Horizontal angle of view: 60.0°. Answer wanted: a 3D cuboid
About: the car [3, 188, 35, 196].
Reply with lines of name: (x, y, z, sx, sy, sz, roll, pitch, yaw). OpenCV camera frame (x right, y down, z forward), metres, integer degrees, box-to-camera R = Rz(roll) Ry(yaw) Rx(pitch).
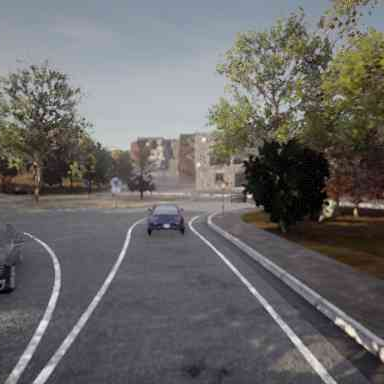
car: (-30.476, -0.041, 58.654, 1.895, 1.301, 4.718, 2, 2, 45)

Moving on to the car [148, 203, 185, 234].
car: (-1.386, 1.316, 17.754, 1.812, 1.442, 4.674, 0, 2, -5)

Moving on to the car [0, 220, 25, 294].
car: (-5.465, 1.527, 8.510, 1.837, 1.490, 4.892, 0, 0, -24)

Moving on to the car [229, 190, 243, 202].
car: (5.712, 0.427, 41.878, 2.128, 1.511, 4.902, 0, 2, 5)
